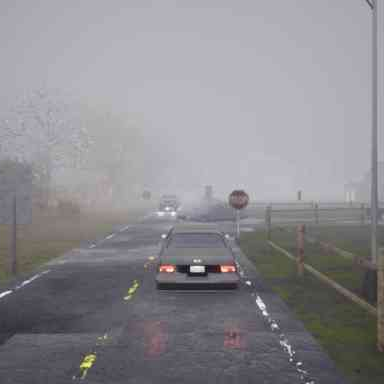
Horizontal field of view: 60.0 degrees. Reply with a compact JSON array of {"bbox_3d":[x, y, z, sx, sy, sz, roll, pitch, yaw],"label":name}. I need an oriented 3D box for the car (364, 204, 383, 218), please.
[{"bbox_3d":[16.297,1.408,26.330,5.008,1.535,1.882,0,0,-1],"label":"car"}]

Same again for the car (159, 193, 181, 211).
[{"bbox_3d":[-2.835,1.200,41.522,2.150,2.045,5.566,0,0,0],"label":"car"}]

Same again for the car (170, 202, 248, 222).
[{"bbox_3d":[1.452,1.534,23.319,5.357,1.411,2.033,0,0,-34],"label":"car"}]

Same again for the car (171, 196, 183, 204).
[{"bbox_3d":[-2.775,1.448,61.632,1.837,1.490,4.892,0,0,1],"label":"car"}]

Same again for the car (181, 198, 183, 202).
[{"bbox_3d":[-2.807,1.440,51.539,1.882,1.535,5.008,0,0,1],"label":"car"}]

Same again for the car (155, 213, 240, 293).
[{"bbox_3d":[0.101,1.547,8.990,2.033,1.411,5.357,0,0,0],"label":"car"}]
